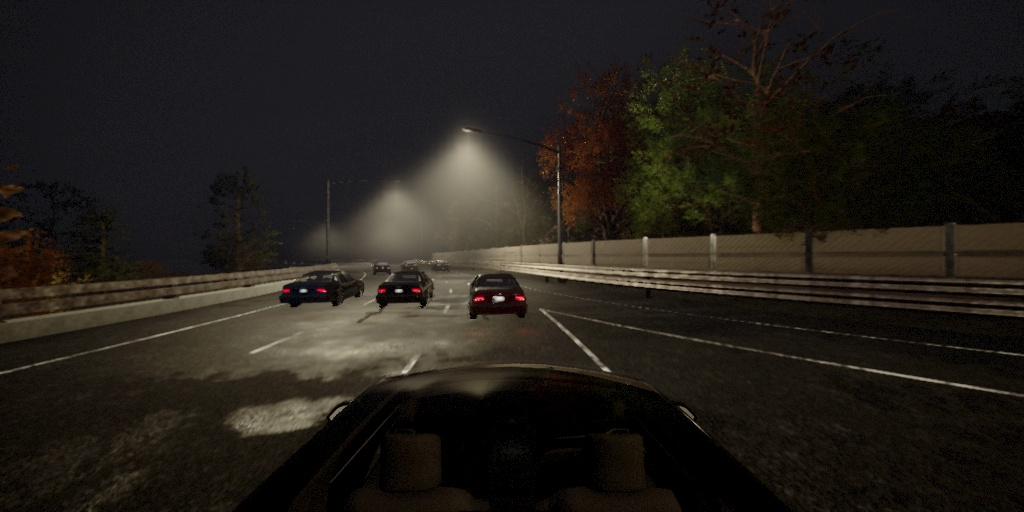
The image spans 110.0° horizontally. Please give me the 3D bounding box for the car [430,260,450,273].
[{"bbox_3d":[-9.176,1.305,45.376,2.128,1.511,4.902,0,0,-22],"label":"car"}]

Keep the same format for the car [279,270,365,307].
[{"bbox_3d":[-8.025,1.336,15.678,2.033,1.411,5.357,0,0,-8],"label":"car"}]

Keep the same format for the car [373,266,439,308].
[{"bbox_3d":[-4.480,1.323,15.572,2.033,1.411,5.357,0,0,-8],"label":"car"}]

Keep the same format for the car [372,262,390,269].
[{"bbox_3d":[-15.204,1.381,41.831,2.033,1.411,5.357,0,0,-22],"label":"car"}]

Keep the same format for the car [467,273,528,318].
[{"bbox_3d":[-0.634,1.307,13.035,2.033,1.411,5.357,0,0,-6],"label":"car"}]

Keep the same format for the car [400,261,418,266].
[{"bbox_3d":[-13.057,1.319,45.544,2.128,1.511,4.902,0,0,-24],"label":"car"}]
